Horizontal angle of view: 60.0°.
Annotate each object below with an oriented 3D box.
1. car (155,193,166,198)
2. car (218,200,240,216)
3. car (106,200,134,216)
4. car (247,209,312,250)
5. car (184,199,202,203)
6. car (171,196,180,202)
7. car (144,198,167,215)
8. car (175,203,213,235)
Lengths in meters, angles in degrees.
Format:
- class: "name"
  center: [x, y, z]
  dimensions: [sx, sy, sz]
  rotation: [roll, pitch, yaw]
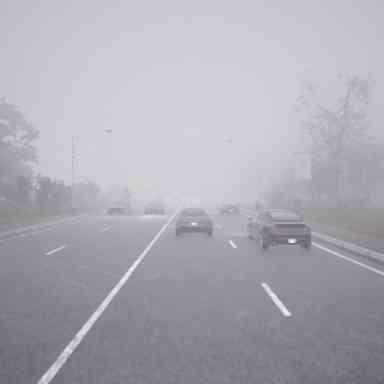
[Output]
- class: "car"
  center: [-7.121, 1.227, 74.876]
  dimensions: [2.150, 2.045, 5.566]
  rotation: [0, 0, -2]
- class: "car"
  center: [3.610, 1.528, 33.010]
  dimensions: [1.812, 1.442, 4.674]
  rotation: [0, 0, 0]
- class: "car"
  center: [-7.086, 1.550, 33.376]
  dimensions: [2.033, 1.411, 5.357]
  rotation: [0, 0, 0]
- class: "car"
  center: [3.603, 1.506, 14.378]
  dimensions: [1.837, 1.490, 4.892]
  rotation: [0, 0, 0]
- class: "car"
  center: [0.124, 1.528, 36.239]
  dimensions: [1.812, 1.442, 4.674]
  rotation: [0, 0, 0]
- class: "car"
  center: [-3.624, 1.550, 75.025]
  dimensions: [1.994, 1.385, 4.181]
  rotation: [0, 0, -2]
- class: "car"
  center: [-3.583, 1.567, 33.251]
  dimensions: [1.994, 1.385, 4.181]
  rotation: [0, 0, 0]
- class: "car"
  center: [0.106, 1.565, 18.649]
  dimensions: [1.994, 1.385, 4.181]
  rotation: [0, 0, 0]
